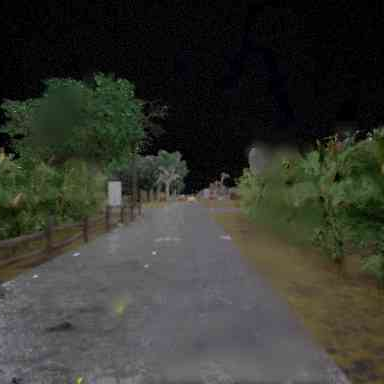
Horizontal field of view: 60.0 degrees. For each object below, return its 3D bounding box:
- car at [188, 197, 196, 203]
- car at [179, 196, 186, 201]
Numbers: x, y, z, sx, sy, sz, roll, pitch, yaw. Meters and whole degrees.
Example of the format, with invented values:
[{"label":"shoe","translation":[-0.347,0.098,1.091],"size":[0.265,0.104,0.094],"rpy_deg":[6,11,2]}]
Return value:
[{"label":"car","translation":[-0.027,1.974,86.674],"size":[1.882,1.535,5.008],"rpy_deg":[0,-1,0]},{"label":"car","translation":[-2.779,1.770,93.348],"size":[1.882,1.535,5.008],"rpy_deg":[0,-1,0]}]
